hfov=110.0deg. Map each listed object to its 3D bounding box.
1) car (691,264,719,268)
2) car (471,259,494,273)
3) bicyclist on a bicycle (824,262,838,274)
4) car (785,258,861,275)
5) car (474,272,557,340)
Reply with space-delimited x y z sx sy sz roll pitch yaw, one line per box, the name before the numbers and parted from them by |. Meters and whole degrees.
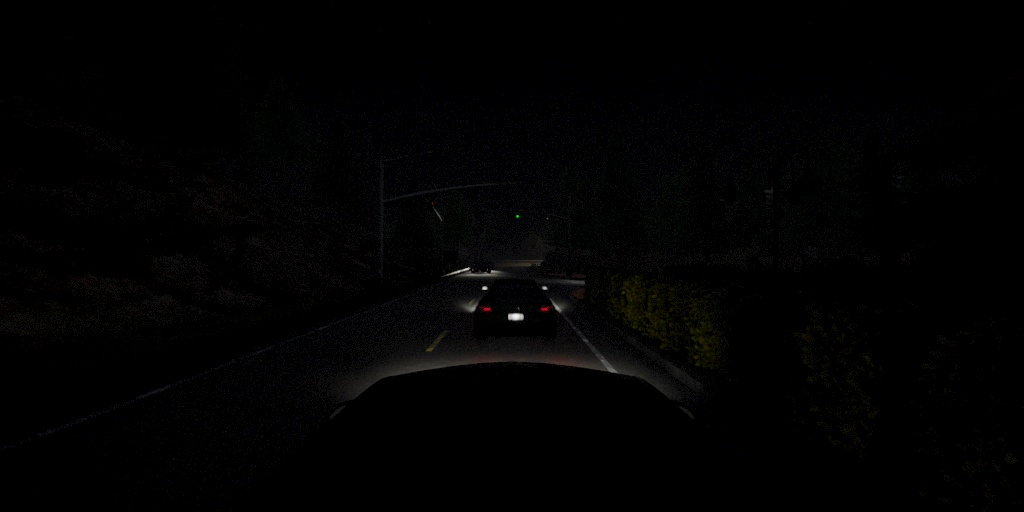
car | 15.493 1.415 29.543 4.902 1.511 2.128 0 0 0
car | -3.612 1.118 42.744 2.097 1.767 4.553 0 0 0
bicyclist on a bicycle | 19.821 1.221 22.073 0.582 1.620 1.656 0 0 0
car | 25.563 1.145 29.495 5.566 2.045 2.150 0 0 1
car | 0.078 1.317 9.953 1.994 1.385 4.181 0 0 0
